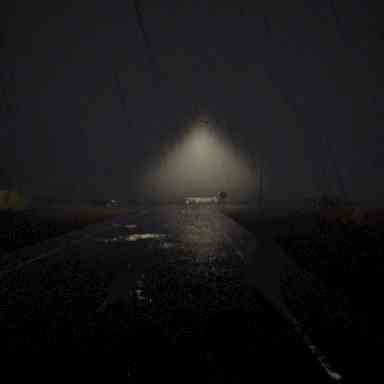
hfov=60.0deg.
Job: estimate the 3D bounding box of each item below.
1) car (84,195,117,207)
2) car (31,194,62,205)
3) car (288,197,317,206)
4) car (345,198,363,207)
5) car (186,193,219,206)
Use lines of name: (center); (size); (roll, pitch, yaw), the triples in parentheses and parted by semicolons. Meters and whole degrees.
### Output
car: (-13.228, 1.296, 48.371); (4.553, 1.767, 2.097); (0, 0, -2)
car: (-24.035, 1.229, 55.050); (4.553, 1.767, 2.097); (0, 0, -2)
car: (18.636, 1.623, 56.234); (4.674, 1.442, 1.812); (-1, 0, -2)
car: (22.792, 1.624, 49.347); (5.357, 1.411, 2.033); (0, 0, -2)
car: (1.746, 1.234, 55.756); (5.566, 2.045, 2.150); (0, 0, -1)
